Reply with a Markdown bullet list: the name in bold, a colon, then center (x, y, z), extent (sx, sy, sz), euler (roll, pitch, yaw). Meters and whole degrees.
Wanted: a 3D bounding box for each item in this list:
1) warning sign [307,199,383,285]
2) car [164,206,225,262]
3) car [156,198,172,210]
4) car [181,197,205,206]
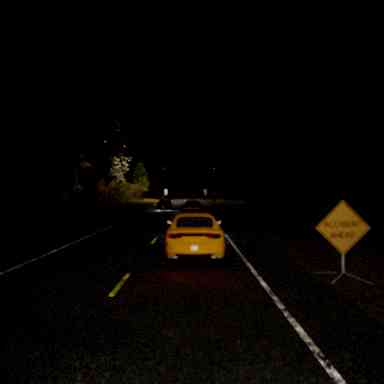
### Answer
- **warning sign**: center (3.546, 1.115, 7.850), extent (1.300, 1.860, 1.060), euler (0, 0, 0)
- **car**: center (0.081, 1.477, 12.155), extent (1.882, 1.535, 5.008), euler (0, 0, 0)
- **car**: center (-3.587, 1.541, 43.813), extent (2.033, 1.411, 5.357), euler (0, 0, 0)
- **car**: center (0.091, 1.503, 29.597), extent (1.837, 1.490, 4.892), euler (0, 0, 0)
